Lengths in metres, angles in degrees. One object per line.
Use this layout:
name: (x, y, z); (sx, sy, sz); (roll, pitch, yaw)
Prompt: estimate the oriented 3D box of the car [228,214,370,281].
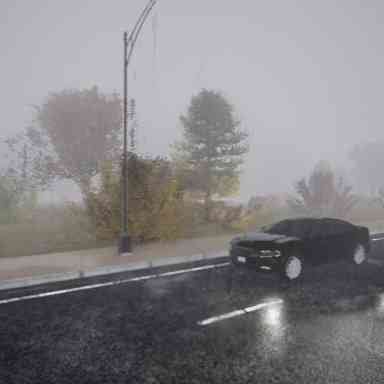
car: (3.328, 1.446, 9.955); (5.008, 1.535, 1.882); (0, 0, -35)
